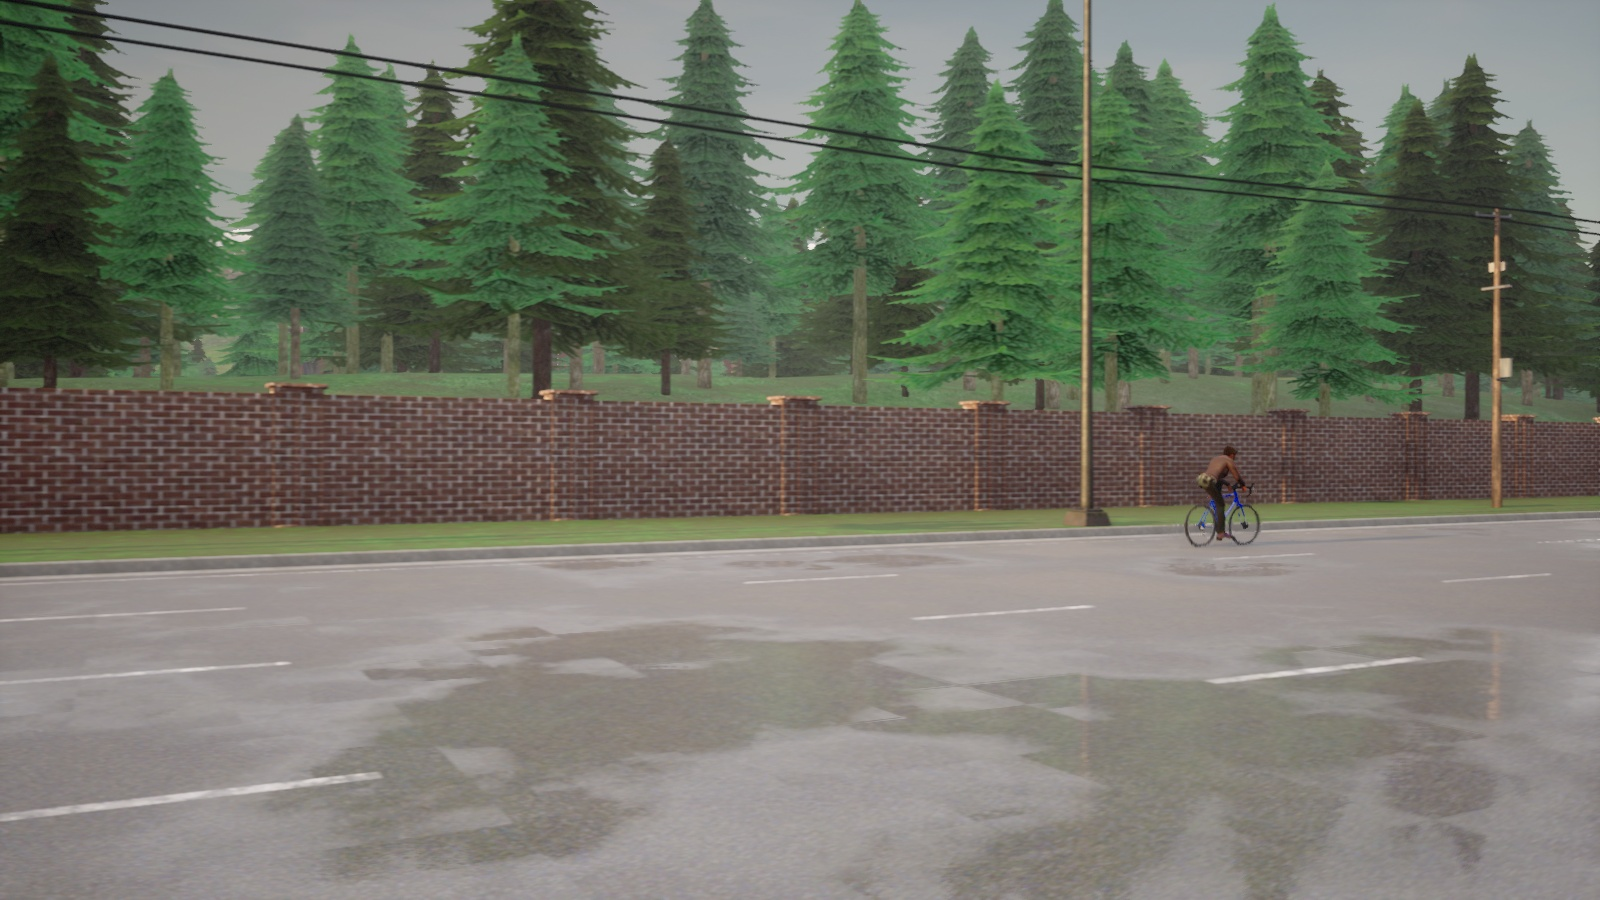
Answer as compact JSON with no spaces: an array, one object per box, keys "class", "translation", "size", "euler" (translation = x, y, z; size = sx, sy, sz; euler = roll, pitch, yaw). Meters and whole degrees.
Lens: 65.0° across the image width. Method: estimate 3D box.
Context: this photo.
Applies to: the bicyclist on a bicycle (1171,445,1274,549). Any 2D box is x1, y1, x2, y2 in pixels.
[{"class":"bicyclist on a bicycle","translation":[6.811,0.730,20.218],"size":[1.656,1.620,0.582],"euler":[0,0,-28]}]
